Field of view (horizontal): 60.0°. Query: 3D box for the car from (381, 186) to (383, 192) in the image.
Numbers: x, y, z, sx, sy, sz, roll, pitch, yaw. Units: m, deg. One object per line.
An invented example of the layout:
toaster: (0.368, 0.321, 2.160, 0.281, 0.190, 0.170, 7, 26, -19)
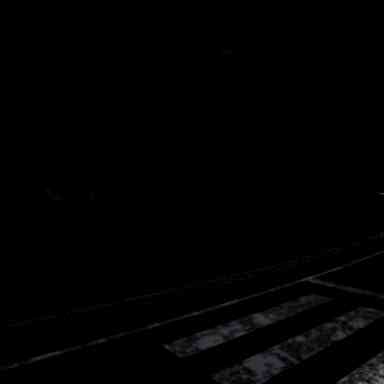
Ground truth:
car: (35.656, -0.628, 60.160, 1.994, 1.385, 4.181, 2, 4, 19)
